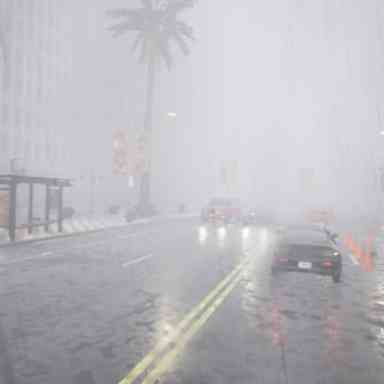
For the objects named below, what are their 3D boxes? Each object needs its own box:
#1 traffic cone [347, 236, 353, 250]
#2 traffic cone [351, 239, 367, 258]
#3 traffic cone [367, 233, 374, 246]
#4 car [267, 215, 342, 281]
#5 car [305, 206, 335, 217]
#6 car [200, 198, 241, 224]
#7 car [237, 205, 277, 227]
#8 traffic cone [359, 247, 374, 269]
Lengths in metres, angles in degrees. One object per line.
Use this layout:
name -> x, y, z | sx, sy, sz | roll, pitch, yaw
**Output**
traffic cone -> 7.008, 2.227, 14.547 | 0.340, 0.580, 0.340 | 1, 0, 19
traffic cone -> 6.352, 2.198, 12.658 | 0.340, 0.580, 0.340 | 1, 0, 19
traffic cone -> 8.608, 2.275, 16.108 | 0.340, 0.580, 0.340 | 1, 0, 19
car -> 3.576, 1.690, 10.471 | 1.812, 1.442, 4.674 | 1, 0, 19
car -> 11.310, 1.964, 29.345 | 1.882, 1.535, 5.008 | 1, -1, 30
car -> 2.624, 1.511, 28.260 | 2.150, 2.045, 5.566 | 1, -1, 24
car -> 5.188, 1.883, 25.192 | 1.994, 1.385, 4.181 | 1, -1, 24
traffic cone -> 5.696, 2.168, 10.769 | 0.340, 0.580, 0.340 | 1, 0, 19
